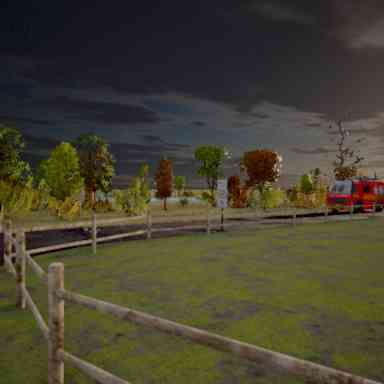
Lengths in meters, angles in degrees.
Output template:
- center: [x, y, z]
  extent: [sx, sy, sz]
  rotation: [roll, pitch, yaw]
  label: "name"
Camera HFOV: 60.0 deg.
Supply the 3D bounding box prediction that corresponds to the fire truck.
- center: [18.641, 0.342, 37.271]
  extent: [8.468, 3.827, 2.891]
  rotation: [0, 0, -37]
  label: "fire truck"
